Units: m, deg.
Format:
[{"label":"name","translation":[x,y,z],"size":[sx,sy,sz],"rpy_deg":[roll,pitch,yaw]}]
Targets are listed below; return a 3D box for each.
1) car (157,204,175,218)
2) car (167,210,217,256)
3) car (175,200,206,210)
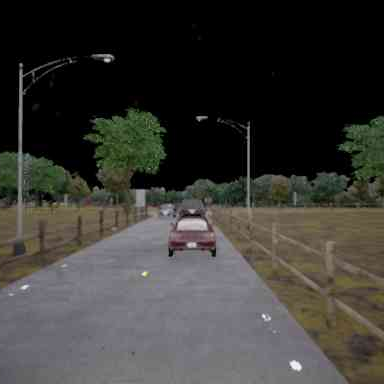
[{"label":"car","translation":[-2.766,2.133,37.621],"size":[2.128,1.511,4.902],"rpy_deg":[0,-1,0]},{"label":"car","translation":[0.022,1.712,13.930],"size":[1.812,1.442,4.674],"rpy_deg":[0,-1,0]},{"label":"car","translation":[0.012,1.654,27.645],"size":[2.150,2.045,5.566],"rpy_deg":[0,-1,0]}]
